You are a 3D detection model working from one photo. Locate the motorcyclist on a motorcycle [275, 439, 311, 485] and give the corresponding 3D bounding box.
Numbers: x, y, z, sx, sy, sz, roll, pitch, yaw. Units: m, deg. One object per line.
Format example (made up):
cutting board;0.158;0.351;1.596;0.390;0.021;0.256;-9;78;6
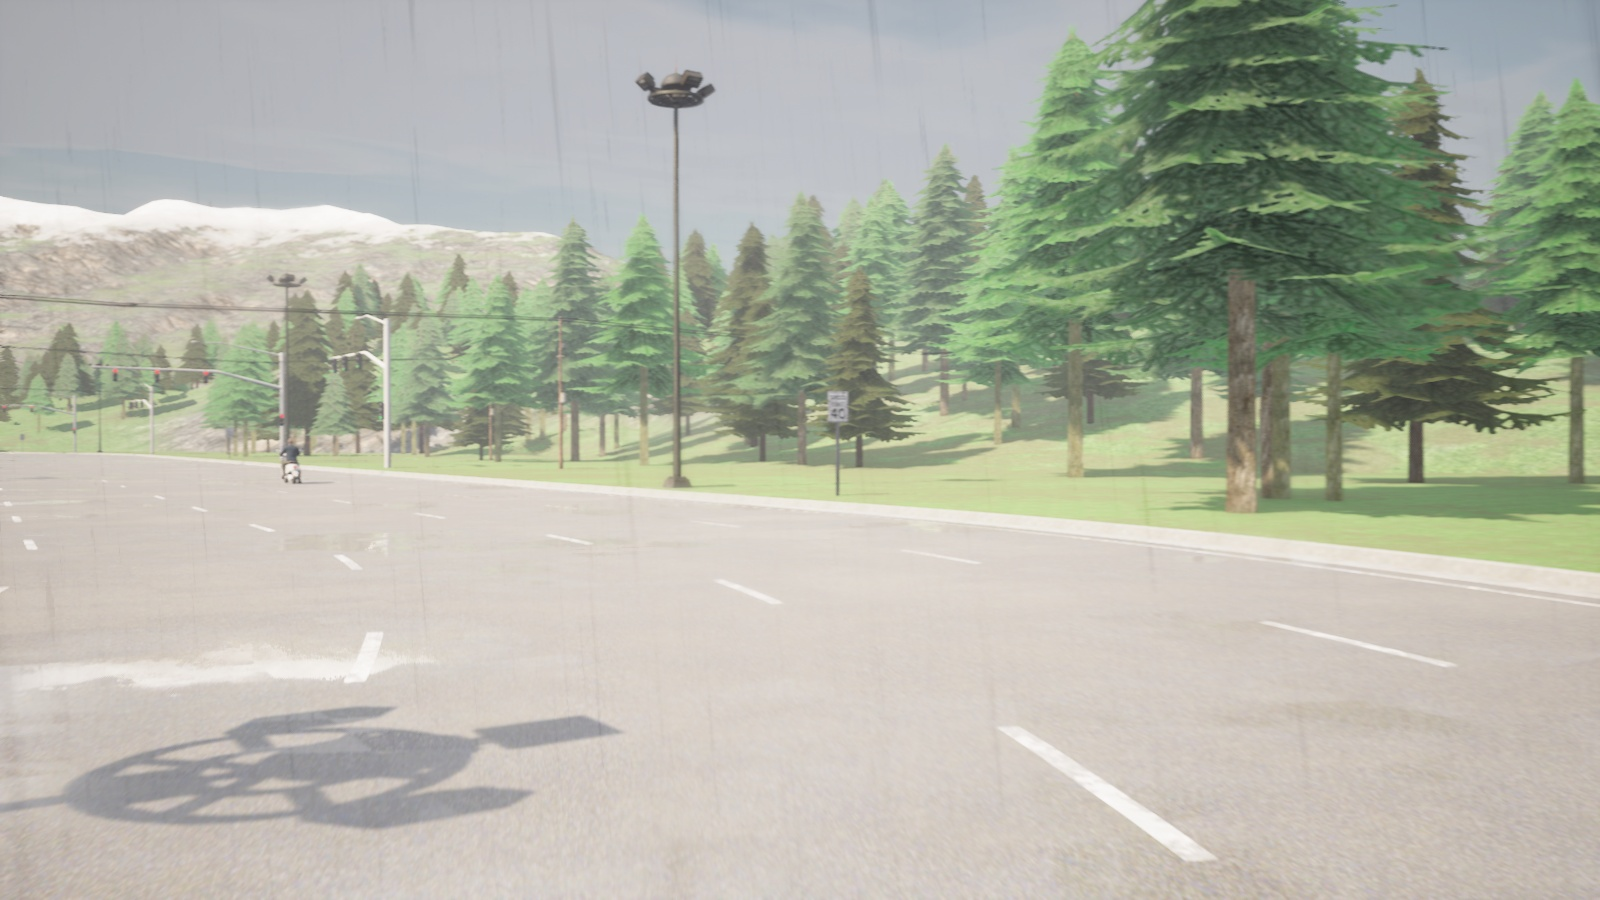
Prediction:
motorcyclist on a motorcycle;-18.155;0.406;44.956;0.866;1.590;1.817;0;0;-33
